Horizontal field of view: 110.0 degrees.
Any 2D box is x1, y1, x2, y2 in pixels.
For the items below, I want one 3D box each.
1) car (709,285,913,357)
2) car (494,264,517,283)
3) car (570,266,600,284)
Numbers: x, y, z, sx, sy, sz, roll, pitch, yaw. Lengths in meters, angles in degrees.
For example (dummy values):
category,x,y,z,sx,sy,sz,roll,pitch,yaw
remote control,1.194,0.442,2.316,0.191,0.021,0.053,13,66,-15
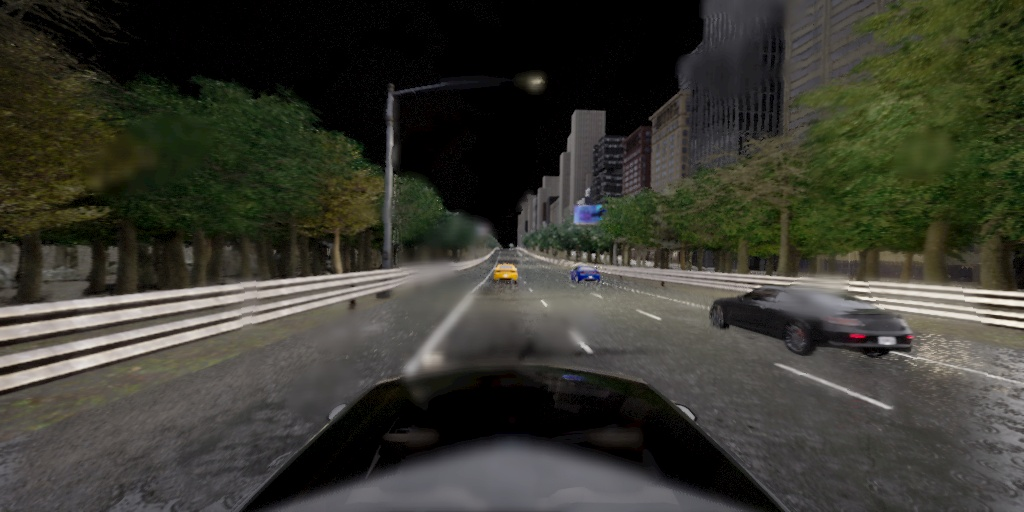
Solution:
category,x,y,z,sx,sy,sz,roll,pitch,yaw
car,7.009,1.444,9.054,1.812,1.442,4.674,1,0,-1
car,-0.574,1.476,31.795,1.882,1.535,5.008,1,0,-1
car,6.420,1.607,31.981,1.882,1.535,5.008,1,0,-1
